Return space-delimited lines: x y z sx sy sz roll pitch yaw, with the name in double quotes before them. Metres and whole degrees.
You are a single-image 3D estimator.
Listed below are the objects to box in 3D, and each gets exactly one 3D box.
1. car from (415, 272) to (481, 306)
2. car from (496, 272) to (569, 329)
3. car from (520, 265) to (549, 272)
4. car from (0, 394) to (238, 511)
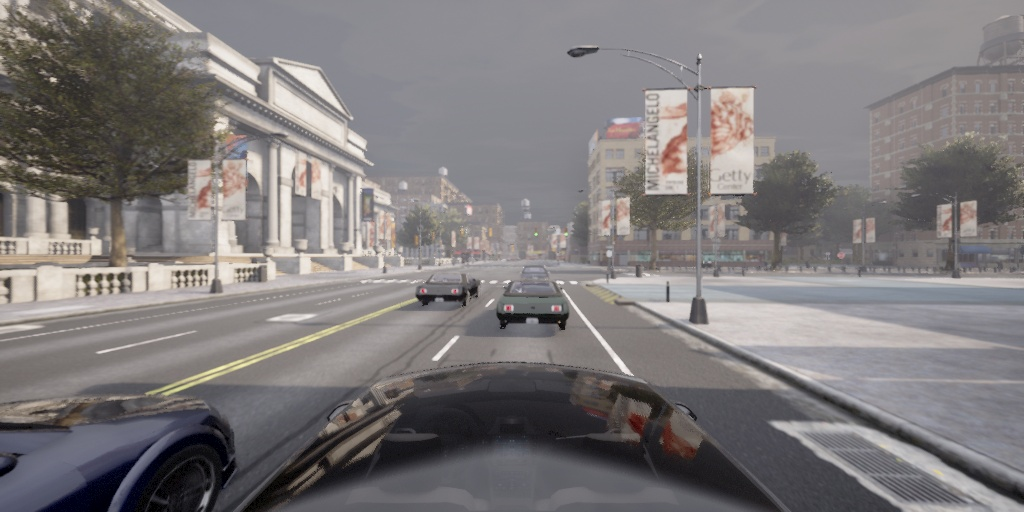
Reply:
"car" -2.562 1.349 15.625 1.895 1.301 4.718 0 0 4
"car" 0.657 1.354 11.293 1.895 1.301 4.718 0 0 4
"car" 1.451 1.305 23.093 2.033 1.411 5.357 0 0 4
"car" -3.192 1.308 1.164 1.994 1.385 4.181 0 0 -1
